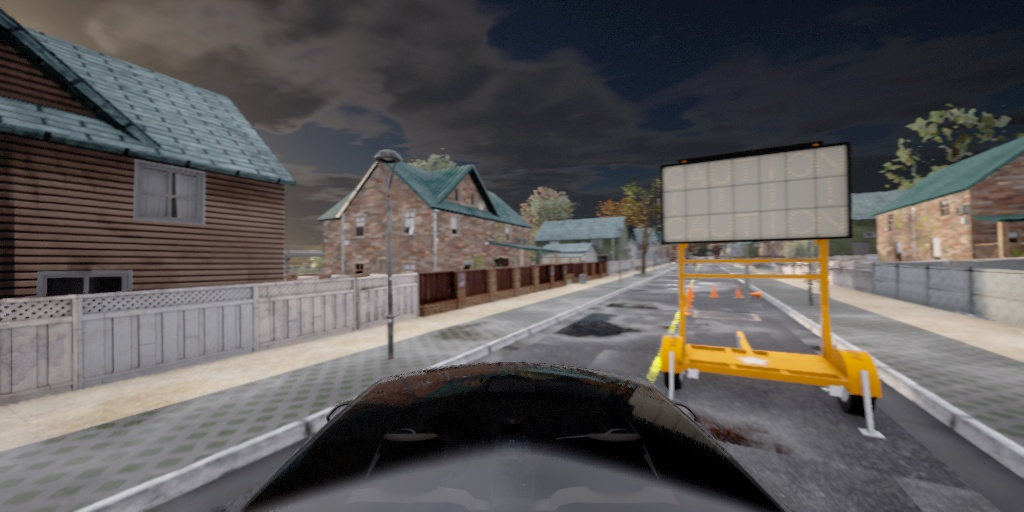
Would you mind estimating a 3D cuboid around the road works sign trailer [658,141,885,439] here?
[{"bbox_3d":[3.689,0.186,5.599,2.380,3.560,2.880,0,0,28],"label":"road works sign trailer"}]
